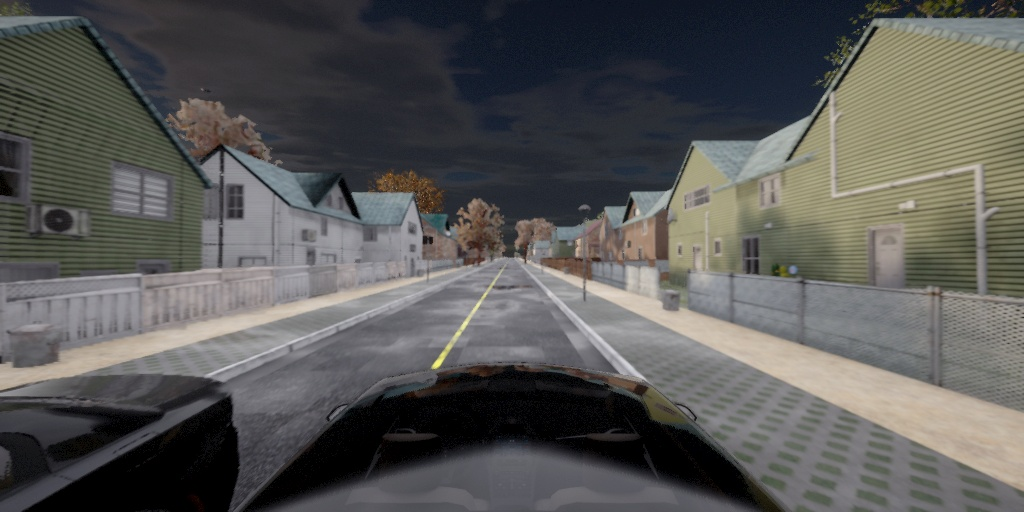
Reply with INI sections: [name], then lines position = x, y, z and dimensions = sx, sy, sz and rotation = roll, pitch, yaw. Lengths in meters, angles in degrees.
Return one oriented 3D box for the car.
[car]
position = -2.750, 1.228, 0.282
dimensions = 1.882, 1.535, 5.008
rotation = 0, 0, 0
